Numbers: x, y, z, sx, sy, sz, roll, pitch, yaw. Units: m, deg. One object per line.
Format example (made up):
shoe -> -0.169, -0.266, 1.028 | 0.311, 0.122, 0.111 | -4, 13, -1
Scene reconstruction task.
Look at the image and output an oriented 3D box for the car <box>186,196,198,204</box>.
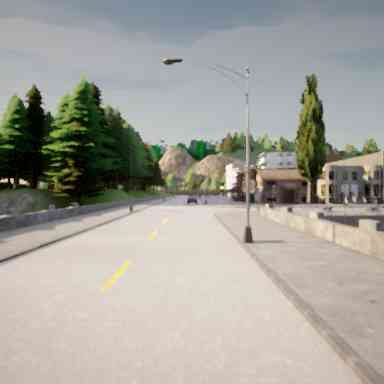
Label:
car -> 0.038, 1.445, 59.733 | 1.837, 1.490, 4.892 | 0, 0, 0
